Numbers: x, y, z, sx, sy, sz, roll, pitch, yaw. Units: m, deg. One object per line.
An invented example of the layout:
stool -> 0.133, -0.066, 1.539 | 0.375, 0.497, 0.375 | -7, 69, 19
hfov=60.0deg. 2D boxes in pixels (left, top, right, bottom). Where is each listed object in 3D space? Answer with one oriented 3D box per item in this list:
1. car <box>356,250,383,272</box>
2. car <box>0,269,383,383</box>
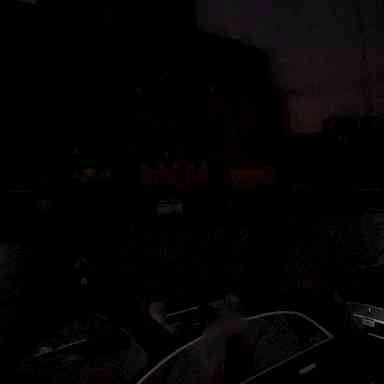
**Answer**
car -> 4.188, 1.549, 5.817 | 4.403, 1.369, 2.008 | 0, -2, -35
car -> -0.251, 1.550, 2.656 | 4.403, 1.369, 2.008 | 0, -2, -35
